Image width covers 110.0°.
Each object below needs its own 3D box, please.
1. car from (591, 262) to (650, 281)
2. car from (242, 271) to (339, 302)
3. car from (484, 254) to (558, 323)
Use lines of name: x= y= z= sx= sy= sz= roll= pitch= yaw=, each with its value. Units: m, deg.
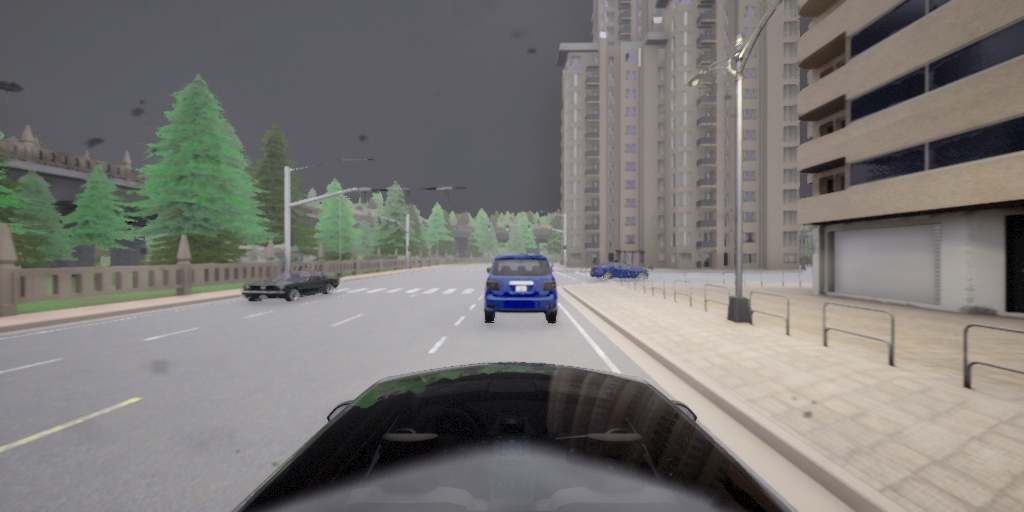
car: x=9.353 y=1.303 z=31.047 sx=5.008 sy=1.535 sz=1.882 roll=0 pitch=-1 yaw=-6
car: x=-10.244 y=1.383 z=17.019 sx=1.895 sy=1.301 sz=4.718 roll=0 pitch=0 yaw=1
car: x=0.273 y=0.972 z=12.323 sx=2.150 sy=2.045 sz=5.566 roll=0 pitch=0 yaw=0
